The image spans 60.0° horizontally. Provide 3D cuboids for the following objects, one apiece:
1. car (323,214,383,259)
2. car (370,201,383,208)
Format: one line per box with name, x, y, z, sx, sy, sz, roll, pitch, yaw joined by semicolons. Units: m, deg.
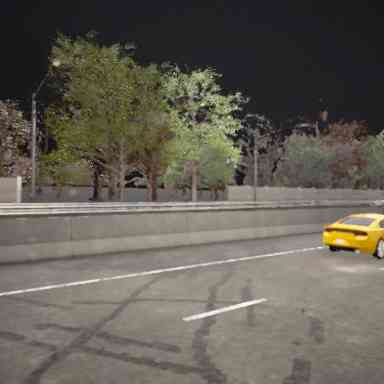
car;7.342;1.626;13.341;5.008;1.535;1.882;0;0;-35
car;32.539;2.214;57.211;4.674;1.442;1.812;1;0;-35
